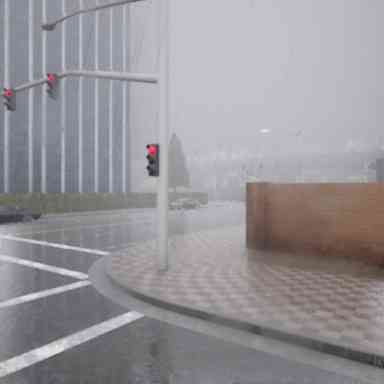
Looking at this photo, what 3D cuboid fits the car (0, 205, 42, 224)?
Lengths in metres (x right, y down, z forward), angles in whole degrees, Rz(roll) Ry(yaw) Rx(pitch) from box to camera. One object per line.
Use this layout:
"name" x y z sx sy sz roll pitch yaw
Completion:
"car" -12.479 1.536 21.660 1.895 1.301 4.718 0 0 35

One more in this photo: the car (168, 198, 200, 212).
"car" -0.923 1.439 37.928 1.837 1.490 4.892 0 0 36
